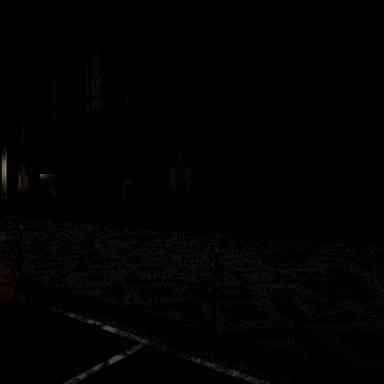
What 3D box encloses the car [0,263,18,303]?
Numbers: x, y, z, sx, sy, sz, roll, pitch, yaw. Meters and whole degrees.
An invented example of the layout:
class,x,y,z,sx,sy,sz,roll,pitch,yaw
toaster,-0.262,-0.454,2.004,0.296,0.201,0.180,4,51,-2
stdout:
class,x,y,z,sx,sy,sz,roll,pitch,yaw
car,-5.461,1.526,6.877,4.829,1.417,1.752,0,0,36
